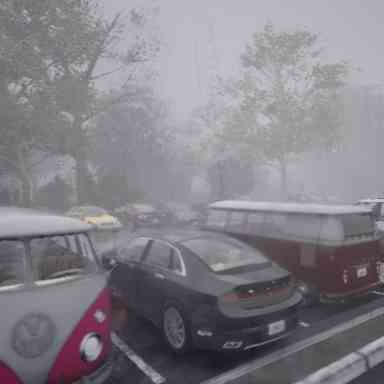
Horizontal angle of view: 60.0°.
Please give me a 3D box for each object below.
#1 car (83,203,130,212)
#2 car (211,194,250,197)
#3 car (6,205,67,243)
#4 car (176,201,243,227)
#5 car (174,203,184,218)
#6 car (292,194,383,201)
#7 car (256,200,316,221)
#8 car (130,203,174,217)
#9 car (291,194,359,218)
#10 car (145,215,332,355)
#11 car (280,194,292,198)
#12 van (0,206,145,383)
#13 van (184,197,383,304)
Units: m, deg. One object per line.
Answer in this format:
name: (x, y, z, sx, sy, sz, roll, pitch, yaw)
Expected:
car: (-5.601, 1.428, 18.289, 1.946, 1.575, 5.366, 0, 0, -35)
car: (3.377, 1.174, 24.885, 2.435, 2.045, 5.566, 0, 0, -36)
car: (-7.975, 1.472, 16.822, 2.002, 1.452, 4.674, 0, 0, -35)
car: (1.078, 1.455, 23.316, 2.163, 1.488, 4.792, 0, 0, -35)
car: (-1.155, 1.457, 21.651, 2.163, 1.488, 4.792, 0, 0, -35)
car: (6.516, 1.197, 11.127, 2.435, 2.045, 5.566, 0, 0, -35)
car: (7.797, 1.471, 28.069, 2.002, 1.452, 4.674, 0, 0, -35)
car: (-3.437, 1.429, 20.053, 2.097, 1.535, 5.008, 0, 0, -35)
car: (12.347, 1.192, 31.282, 2.435, 2.045, 5.566, 0, 0, -35)
car: (-0.312, 1.455, 6.217, 2.231, 1.521, 4.892, 0, 0, -35)
car: (10.180, 1.185, 29.736, 2.435, 2.045, 5.566, 0, 0, -35)
van: (-2.532, 1.230, 4.500, 1.878, 1.987, 4.442, 0, 0, -35)
van: (1.899, 1.226, 7.943, 1.878, 1.987, 4.442, 0, 0, -35)
